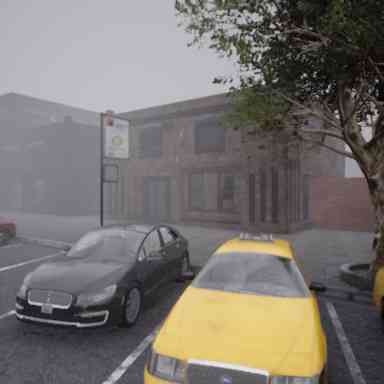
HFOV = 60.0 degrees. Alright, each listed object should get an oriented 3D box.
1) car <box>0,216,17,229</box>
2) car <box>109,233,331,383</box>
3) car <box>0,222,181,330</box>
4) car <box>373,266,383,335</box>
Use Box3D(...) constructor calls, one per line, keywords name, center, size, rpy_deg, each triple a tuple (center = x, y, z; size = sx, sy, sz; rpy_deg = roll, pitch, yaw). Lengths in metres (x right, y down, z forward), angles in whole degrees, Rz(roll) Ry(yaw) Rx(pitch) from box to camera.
Box3D(name="car", center=(-8.739, 1.415, 12.358), size=(2.002, 1.452, 4.674), rpy_deg=(1, 0, 16))
Box3D(name="car", center=(0.965, 1.464, 5.185), size=(1.946, 1.575, 5.366), rpy_deg=(1, 0, 16))
Box3D(name="car", center=(-1.422, 1.446, 7.116), size=(2.231, 1.521, 4.892), rpy_deg=(1, 0, 16))
Box3D(name="car", center=(3.407, 1.487, 3.440), size=(1.946, 1.575, 5.366), rpy_deg=(1, 0, 16))
